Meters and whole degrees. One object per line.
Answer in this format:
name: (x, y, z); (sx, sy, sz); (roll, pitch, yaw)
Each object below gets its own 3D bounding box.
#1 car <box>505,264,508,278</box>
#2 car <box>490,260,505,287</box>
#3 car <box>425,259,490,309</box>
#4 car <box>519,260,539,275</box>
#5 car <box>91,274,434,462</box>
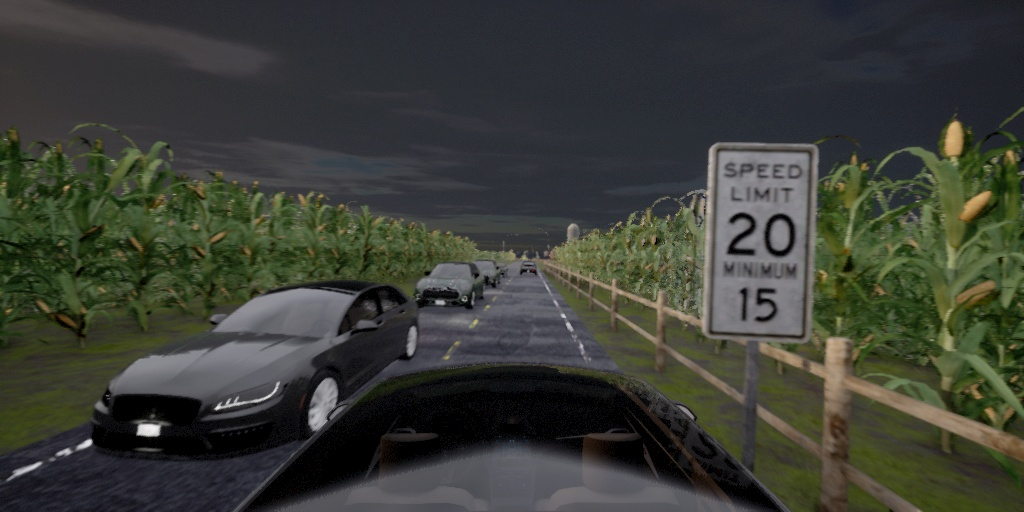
car: (-1.387, 1.293, 33.376); (1.895, 1.301, 4.718); (2, 0, 3)
car: (-1.886, 1.025, 23.545); (2.097, 1.767, 4.553); (2, 0, 3)
car: (-2.336, 1.011, 14.503); (2.097, 1.767, 4.553); (2, 0, 3)
car: (1.844, 1.317, 39.859); (1.837, 1.490, 4.892); (2, 0, 3)
car: (-2.797, 1.152, 5.309); (1.837, 1.490, 4.892); (2, 0, 3)
